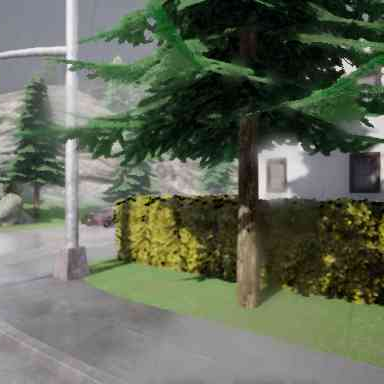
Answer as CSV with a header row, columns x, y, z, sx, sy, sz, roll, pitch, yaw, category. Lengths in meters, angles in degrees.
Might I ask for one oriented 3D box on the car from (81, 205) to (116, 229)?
x,y,z,sx,sy,sz,roll,pitch,yaw,category
-5.038,1.523,21.663,1.994,1.385,4.181,0,0,36,car
